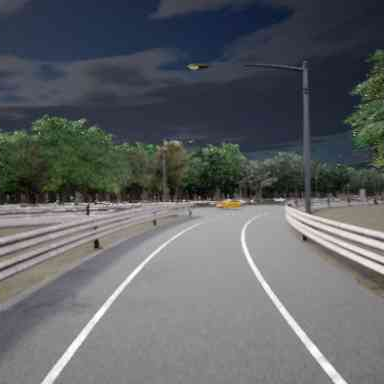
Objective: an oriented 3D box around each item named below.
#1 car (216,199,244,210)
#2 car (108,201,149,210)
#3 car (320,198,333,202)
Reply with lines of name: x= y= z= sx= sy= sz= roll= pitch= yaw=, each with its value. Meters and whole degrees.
car: x=5.741 y=1.822 z=49.818 sx=1.882 sy=1.535 sz=5.008 roll=-2 pitch=-1 yaw=45
car: x=-6.955 y=1.795 z=37.056 sx=1.837 sy=1.490 sz=4.892 roll=-2 pitch=-1 yaw=45
car: x=29.484 y=2.007 z=73.676 sx=2.033 sy=1.411 sz=5.357 roll=-2 pitch=-2 yaw=45
